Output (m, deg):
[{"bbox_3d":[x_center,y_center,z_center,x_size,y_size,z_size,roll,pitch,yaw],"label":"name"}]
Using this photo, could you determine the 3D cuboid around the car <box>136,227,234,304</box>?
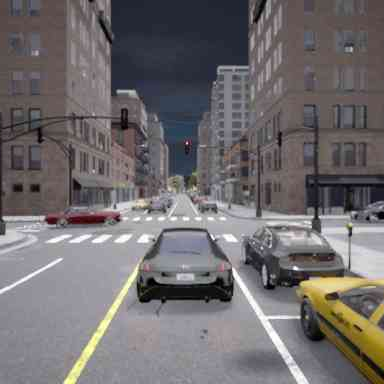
[{"bbox_3d":[-0.173,1.561,8.240,1.994,1.385,4.181,0,0,-1],"label":"car"}]

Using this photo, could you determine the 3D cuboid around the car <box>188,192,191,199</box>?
[{"bbox_3d":[0.929,1.279,69.858,2.192,1.841,5.009,0,0,-1],"label":"car"}]

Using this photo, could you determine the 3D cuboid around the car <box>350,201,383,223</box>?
[{"bbox_3d":[13.928,1.393,23.852,4.902,1.511,2.128,0,0,-3],"label":"car"}]

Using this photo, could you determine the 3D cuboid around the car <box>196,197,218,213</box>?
[{"bbox_3d":[1.778,1.536,35.778,2.008,1.369,4.403,0,0,-1],"label":"car"}]

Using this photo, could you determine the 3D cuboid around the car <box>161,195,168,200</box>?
[{"bbox_3d":[-7.659,1.531,92.372,1.802,1.307,4.206,0,0,-1],"label":"car"}]

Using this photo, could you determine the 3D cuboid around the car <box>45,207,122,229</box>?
[{"bbox_3d":[-7.012,1.618,21.842,4.718,1.301,1.895,0,0,-16],"label":"car"}]

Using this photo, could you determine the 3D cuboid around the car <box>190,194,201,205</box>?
[{"bbox_3d":[1.212,1.412,58.498,1.967,1.590,4.097,0,0,-1],"label":"car"}]

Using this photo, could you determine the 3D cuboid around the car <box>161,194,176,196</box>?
[{"bbox_3d":[-4.228,1.521,56.929,2.033,1.411,5.357,0,0,-3],"label":"car"}]

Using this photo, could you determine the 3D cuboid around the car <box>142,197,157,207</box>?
[{"bbox_3d":[-6.669,1.542,52.616,1.947,1.339,4.313,0,0,-1],"label":"car"}]

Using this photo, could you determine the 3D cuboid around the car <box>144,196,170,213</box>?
[{"bbox_3d":[-3.706,1.490,36.031,1.837,1.490,4.892,0,0,-1],"label":"car"}]

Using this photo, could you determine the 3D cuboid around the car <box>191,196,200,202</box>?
[{"bbox_3d":[0.788,1.526,75.538,1.947,1.339,4.313,0,0,-1],"label":"car"}]

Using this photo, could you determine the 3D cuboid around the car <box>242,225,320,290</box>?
[{"bbox_3d":[2.449,1.547,8.911,2.008,1.369,4.403,0,0,-1],"label":"car"}]

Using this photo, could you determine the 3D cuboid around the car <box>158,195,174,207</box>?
[{"bbox_3d":[-3.954,1.544,45.933,1.994,1.385,4.181,0,0,-2],"label":"car"}]

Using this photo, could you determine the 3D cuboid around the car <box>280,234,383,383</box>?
[{"bbox_3d":[2.584,1.524,3.676,1.752,1.417,4.829,0,0,-1],"label":"car"}]

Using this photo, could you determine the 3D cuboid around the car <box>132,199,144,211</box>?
[{"bbox_3d":[-6.382,1.508,41.087,1.752,1.417,4.829,0,0,-1],"label":"car"}]

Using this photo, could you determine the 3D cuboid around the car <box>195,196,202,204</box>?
[{"bbox_3d":[1.636,1.564,41.458,1.802,1.307,4.206,0,0,-1],"label":"car"}]
